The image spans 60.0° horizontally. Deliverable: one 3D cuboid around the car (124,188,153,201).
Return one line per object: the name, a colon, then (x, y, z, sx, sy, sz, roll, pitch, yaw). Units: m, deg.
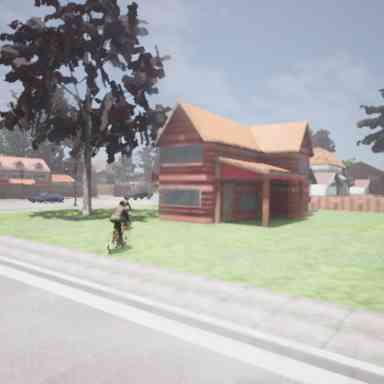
car: (-8.854, 0.279, 55.650, 2.150, 2.045, 5.566, 1, 1, 35)

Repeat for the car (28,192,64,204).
car: (-18.406, 0.726, 42.149, 1.994, 1.385, 4.181, 1, 1, 35)

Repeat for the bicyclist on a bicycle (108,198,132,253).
bicyclist on a bicycle: (-2.387, 1.127, 10.993, 0.582, 1.620, 1.656, 1, 0, 13)
